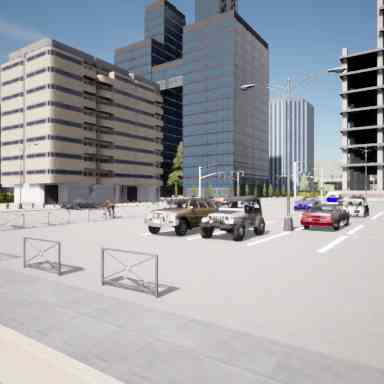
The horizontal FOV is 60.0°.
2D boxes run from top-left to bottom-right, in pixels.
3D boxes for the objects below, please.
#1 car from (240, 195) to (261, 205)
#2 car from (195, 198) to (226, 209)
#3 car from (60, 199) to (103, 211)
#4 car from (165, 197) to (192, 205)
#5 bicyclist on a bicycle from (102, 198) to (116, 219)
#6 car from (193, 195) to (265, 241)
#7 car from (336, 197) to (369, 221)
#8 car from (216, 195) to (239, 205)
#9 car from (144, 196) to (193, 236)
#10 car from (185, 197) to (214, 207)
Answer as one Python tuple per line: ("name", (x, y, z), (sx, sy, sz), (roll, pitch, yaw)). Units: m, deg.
("car", (10.317, 1.352, 58.394), (2.097, 1.767, 4.553), (0, 0, 34))
("car", (2.718, 1.547, 47.000), (2.033, 1.411, 5.357), (0, 0, 34))
("car", (-13.708, 1.547, 41.669), (2.033, 1.411, 5.357), (0, 0, 34))
("car", (-2.300, 1.551, 58.574), (2.033, 1.411, 5.357), (0, 0, 34))
("bicyclist on a bicycle", (-6.582, 1.302, 26.262), (1.656, 1.620, 0.582), (0, 0, 34))
("car", (2.037, 1.156, 15.653), (1.905, 1.878, 3.866), (0, 0, 34))
("car", (14.033, 1.395, 28.634), (1.970, 1.475, 3.806), (0, 0, 34))
("car", (6.281, 1.352, 58.820), (2.097, 1.767, 4.553), (0, 0, 34))
("car", (-0.334, 1.153, 17.314), (1.932, 1.855, 4.605), (0, 0, 34))
("car", (1.247, 1.492, 51.185), (2.128, 1.511, 4.902), (0, 0, 34))
